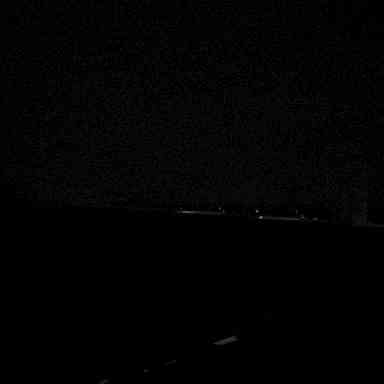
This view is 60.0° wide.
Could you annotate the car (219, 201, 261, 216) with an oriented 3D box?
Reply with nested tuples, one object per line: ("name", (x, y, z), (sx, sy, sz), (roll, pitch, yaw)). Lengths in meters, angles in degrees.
("car", (4.845, 1.638, 34.012), (2.128, 1.511, 4.902), (1, -1, -36))

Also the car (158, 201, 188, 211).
("car", (-2.579, 1.863, 44.302), (1.895, 1.301, 4.718), (1, -1, -36))

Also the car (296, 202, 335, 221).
("car", (10.573, 1.564, 26.163), (2.128, 1.511, 4.902), (1, -1, -37))

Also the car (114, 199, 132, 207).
("car", (-13.390, 2.032, 64.270), (1.882, 1.535, 5.008), (1, -1, -36))
